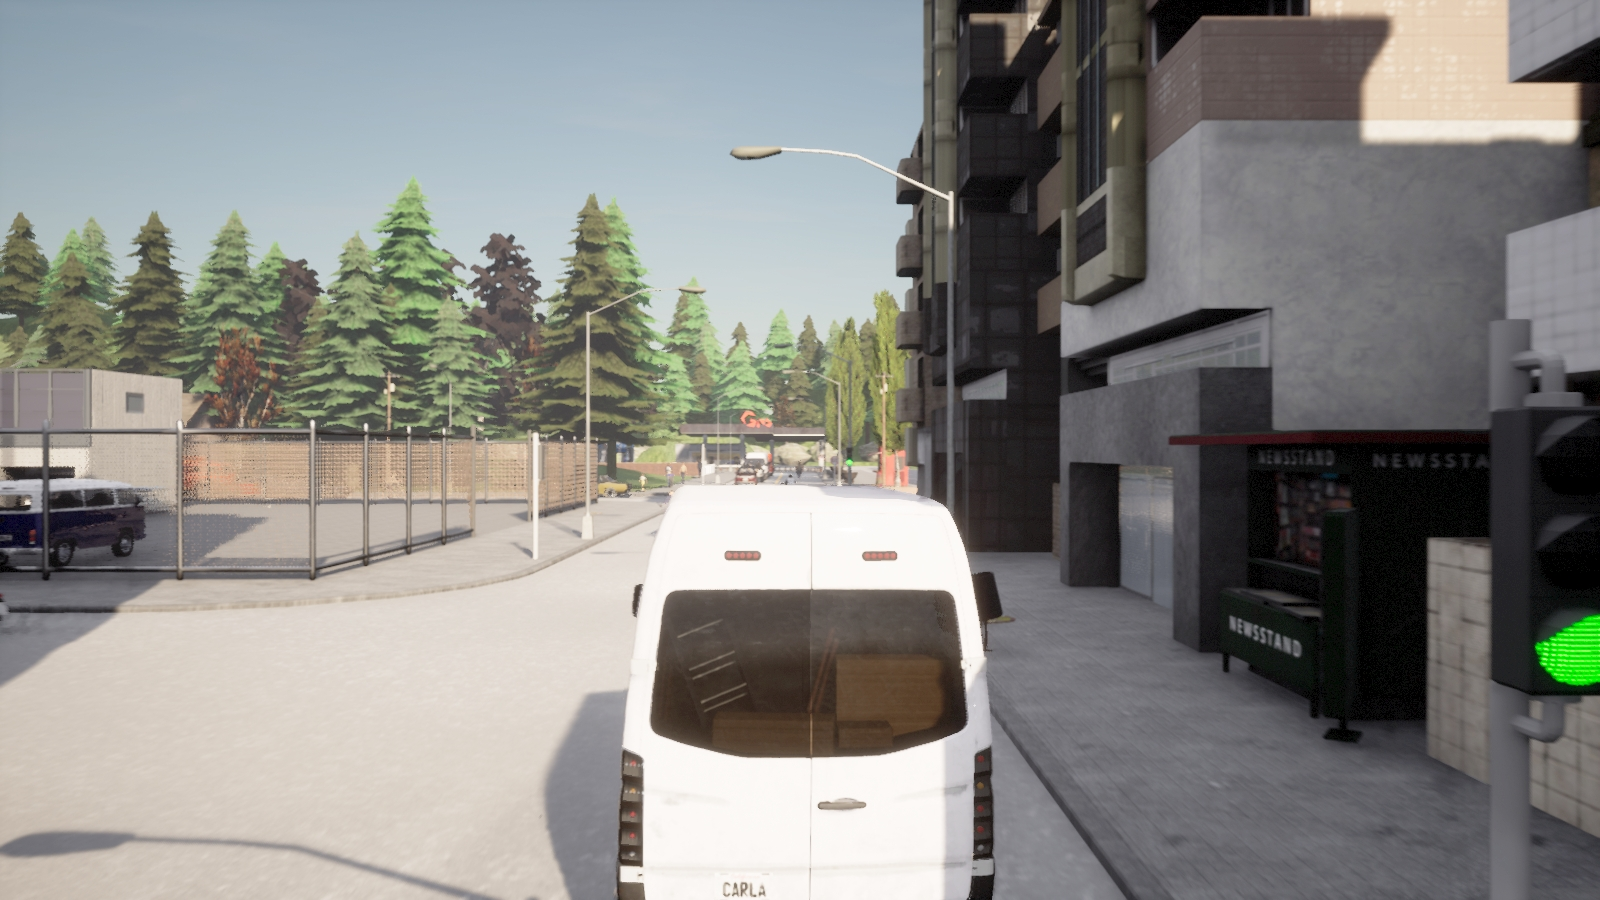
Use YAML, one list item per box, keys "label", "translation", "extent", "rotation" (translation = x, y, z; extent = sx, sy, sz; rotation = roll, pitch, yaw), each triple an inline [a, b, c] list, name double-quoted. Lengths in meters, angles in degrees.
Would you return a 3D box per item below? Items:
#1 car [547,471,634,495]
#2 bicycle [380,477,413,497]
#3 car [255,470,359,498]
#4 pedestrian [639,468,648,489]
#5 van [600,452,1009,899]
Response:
- label: "car"
  translation: [-12.232, 1.929, 66.940]
  extent: [4.718, 1.301, 1.895]
  rotation: [0, 0, 2]
- label: "bicycle"
  translation: [-22.209, 2.031, 62.879]
  extent: [1.487, 1.080, 0.859]
  rotation: [0, 0, 0]
- label: "car"
  translation: [-27.095, 1.837, 62.876]
  extent: [4.792, 1.488, 2.163]
  rotation: [0, 0, 0]
- label: "pedestrian"
  translation: [-9.981, 1.799, 72.854]
  extent: [0.375, 1.300, 0.375]
  rotation: [0, 0, 27]
- label: "van"
  translation: [-0.214, 1.313, 8.535]
  extent: [1.988, 2.561, 5.915]
  rotation: [1, 0, -5]
